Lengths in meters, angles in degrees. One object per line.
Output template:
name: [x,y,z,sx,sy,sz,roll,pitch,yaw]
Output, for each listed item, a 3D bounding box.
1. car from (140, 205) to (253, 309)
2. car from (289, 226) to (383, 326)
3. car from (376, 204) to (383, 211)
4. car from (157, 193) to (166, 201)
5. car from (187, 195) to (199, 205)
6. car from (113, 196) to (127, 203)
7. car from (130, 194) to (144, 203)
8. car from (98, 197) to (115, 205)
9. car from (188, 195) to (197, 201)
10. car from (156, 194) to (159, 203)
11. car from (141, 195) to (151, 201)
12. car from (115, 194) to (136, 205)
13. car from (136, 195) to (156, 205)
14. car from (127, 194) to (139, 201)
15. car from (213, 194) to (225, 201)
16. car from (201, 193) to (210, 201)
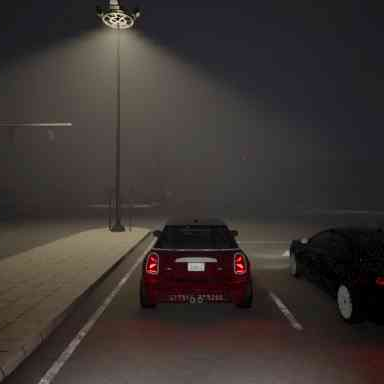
car: [0.083,1.352,8.042,2.097,1.767,4.553,0,0,0]
car: [3.578,1.478,7.166,1.882,1.535,5.008,0,0,0]
car: [23.935,1.601,38.291,4.718,1.301,1.895,0,0,0]
car: [-7.828,1.223,82.898,2.150,2.045,5.566,0,0,0]
car: [0.114,1.478,54.925,1.882,1.535,5.008,0,0,0]
car: [-14.856,1.553,69.055,1.994,1.385,4.181,0,0,0]
car: [-11.358,1.355,68.550,2.097,1.767,4.553,0,0,0]
car: [-14.948,1.564,58.332,1.994,1.385,4.181,0,0,0]
car: [0.178,1.516,85.535,2.128,1.511,4.902,0,0,0]
car: [-7.857,1.600,68.814,1.895,1.301,4.718,0,0,0]
car: [-11.328,1.522,82.927,1.812,1.442,4.674,0,0,0]
car: [-11.451,1.478,58.138,1.882,1.535,5.008,0,0,0]
car: [-7.958,1.564,57.323,1.994,1.385,4.181,0,0,0]
car: [-14.827,1.355,83.427,2.097,1.767,4.553,0,0,0]
car: [7.179,1.348,85.907,2.097,1.767,4.553,0,0,0]
car: [3.679,1.546,85.944,1.994,1.385,4.181,0,0,0]
